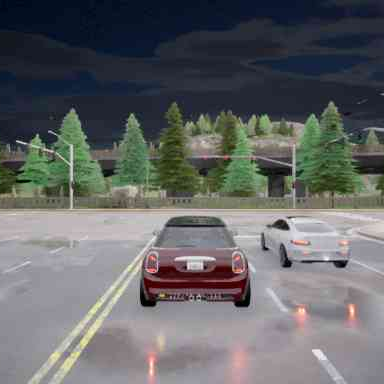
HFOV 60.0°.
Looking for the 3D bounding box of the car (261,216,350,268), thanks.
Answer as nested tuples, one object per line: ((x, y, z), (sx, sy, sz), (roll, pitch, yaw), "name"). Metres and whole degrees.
((3.595, 1.526, 11.183), (1.812, 1.442, 4.674), (0, 0, 0), "car")

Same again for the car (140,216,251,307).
((0.078, 1.352, 8.136), (2.097, 1.767, 4.553), (0, 0, 1), "car")
